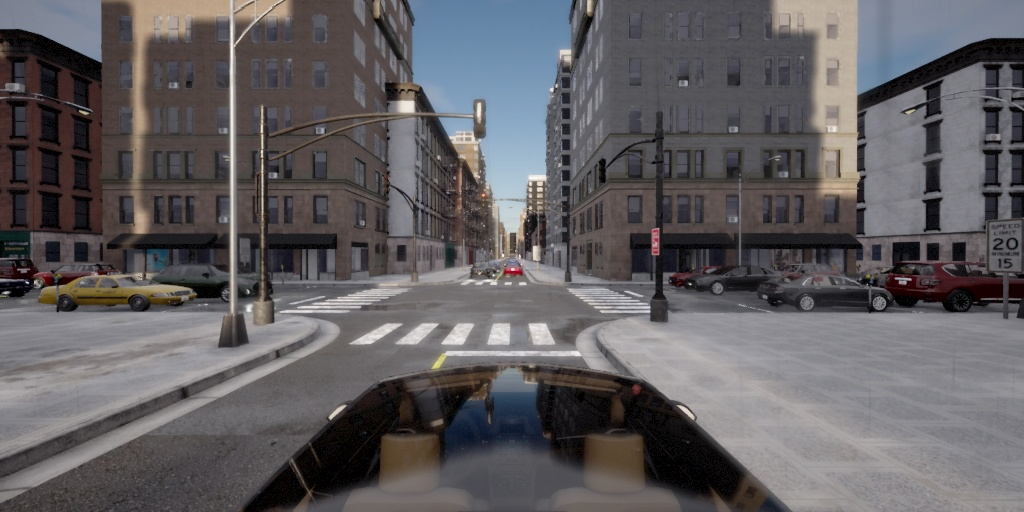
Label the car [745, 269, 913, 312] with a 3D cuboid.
[{"bbox_3d":[11.790,1.325,13.606,4.403,1.370,2.007,0,0,0],"label":"car"}]

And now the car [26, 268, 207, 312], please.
[{"bbox_3d":[-14.885,1.294,13.690,4.829,1.417,1.751,0,0,0],"label":"car"}]

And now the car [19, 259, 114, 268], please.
[{"bbox_3d":[-26.353,1.167,21.751,4.097,1.591,1.967,0,0,0],"label":"car"}]

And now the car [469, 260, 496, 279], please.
[{"bbox_3d":[-2.779,1.260,33.003,1.837,1.490,4.892,0,0,0],"label":"car"}]

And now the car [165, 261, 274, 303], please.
[{"bbox_3d":[-13.492,1.108,16.259,4.553,1.767,2.097,0,0,-1],"label":"car"}]

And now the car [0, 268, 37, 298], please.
[{"bbox_3d":[-25.078,1.354,16.257,4.718,1.301,1.895,0,0,0],"label":"car"}]

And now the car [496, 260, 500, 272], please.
[{"bbox_3d":[-2.756,1.306,42.800,2.033,1.411,5.357,0,0,0],"label":"car"}]

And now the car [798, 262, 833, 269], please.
[{"bbox_3d":[17.225,1.177,21.614,4.097,1.591,1.967,0,0,0],"label":"car"}]

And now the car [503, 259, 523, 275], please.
[{"bbox_3d":[0.122,1.321,38.226,1.994,1.385,4.181,0,0,1],"label":"car"}]

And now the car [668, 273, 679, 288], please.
[{"bbox_3d":[11.816,1.281,21.631,4.507,1.381,1.888,0,0,0],"label":"car"}]

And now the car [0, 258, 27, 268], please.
[{"bbox_3d":[-32.015,1.041,21.769,5.009,1.841,2.192,0,0,0],"label":"car"}]

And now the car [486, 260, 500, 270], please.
[{"bbox_3d":[-2.727,1.289,52.702,1.812,1.442,4.674,0,0,1],"label":"car"}]

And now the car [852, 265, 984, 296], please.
[{"bbox_3d":[21.400,1.256,19.061,4.892,1.490,1.837,0,0,0],"label":"car"}]

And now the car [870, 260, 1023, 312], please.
[{"bbox_3d":[17.200,1.091,13.589,5.009,1.841,2.192,0,0,0],"label":"car"}]

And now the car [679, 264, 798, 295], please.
[{"bbox_3d":[11.918,1.253,19.088,4.892,1.490,1.837,0,0,0],"label":"car"}]
